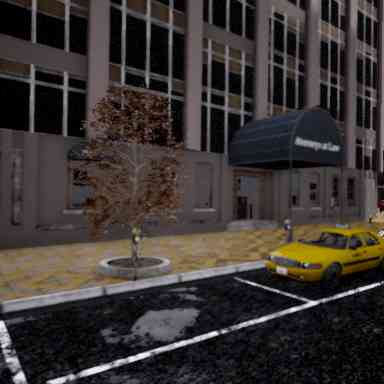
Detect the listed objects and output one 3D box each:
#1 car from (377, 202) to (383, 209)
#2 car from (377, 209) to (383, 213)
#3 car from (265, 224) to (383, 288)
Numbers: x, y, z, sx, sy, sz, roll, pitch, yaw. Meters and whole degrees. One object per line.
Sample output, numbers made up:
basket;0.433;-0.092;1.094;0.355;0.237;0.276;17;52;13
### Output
car;21.998;1.695;36.405;1.887;1.381;4.507;3;-1;-36
car;8.828;1.603;12.828;4.097;1.590;1.967;1;0;-35
car;4.159;1.624;9.506;4.829;1.417;1.752;1;0;-35
